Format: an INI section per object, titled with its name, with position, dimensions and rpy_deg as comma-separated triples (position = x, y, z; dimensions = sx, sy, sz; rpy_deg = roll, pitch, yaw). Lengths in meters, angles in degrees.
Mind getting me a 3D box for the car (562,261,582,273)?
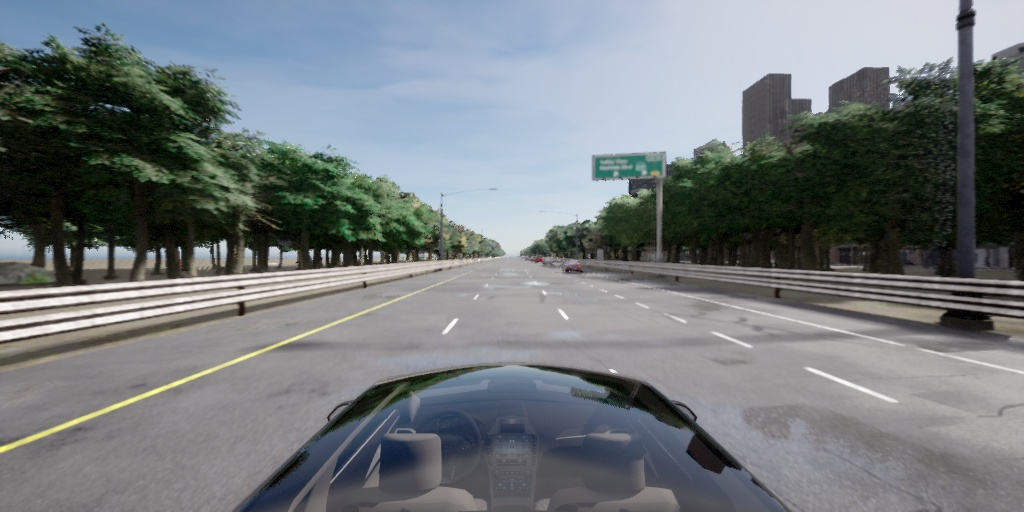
[car]
position = 7.053, 1.265, 42.327
dimensions = 1.812, 1.442, 4.674
rpy_deg = 0, 0, 0
